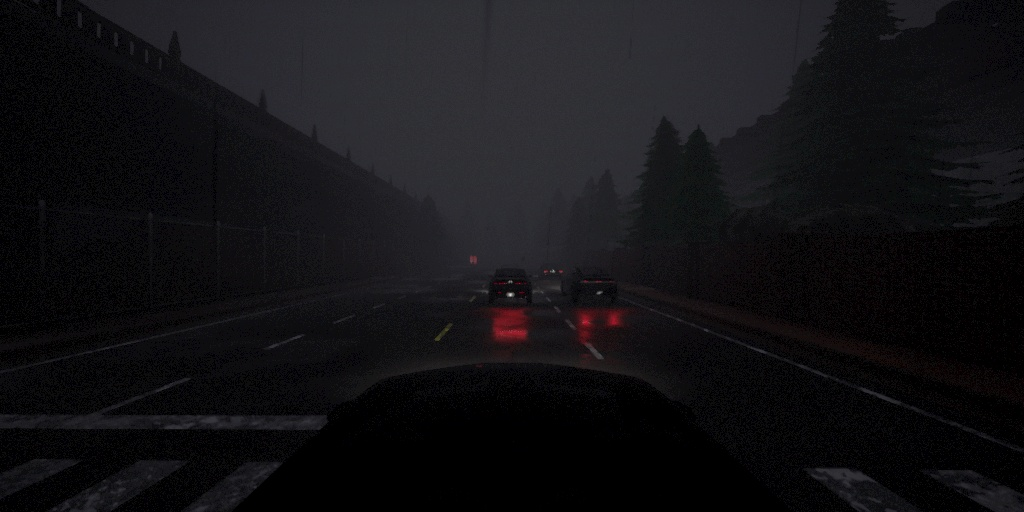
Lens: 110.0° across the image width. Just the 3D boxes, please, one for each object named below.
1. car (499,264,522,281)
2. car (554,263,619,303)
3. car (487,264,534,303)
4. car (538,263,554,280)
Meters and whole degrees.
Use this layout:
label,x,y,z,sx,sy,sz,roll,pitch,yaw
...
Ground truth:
label,x,y,z,sx,sy,sz,roll,pitch,yaw
car,-0.159,1.366,31.540,1.895,1.301,4.718,0,0,0
car,3.424,1.245,16.529,2.128,1.511,4.902,0,0,0
car,-0.076,1.266,16.510,1.837,1.490,4.892,0,0,0
car,3.341,1.313,31.529,2.033,1.411,5.357,0,0,0
